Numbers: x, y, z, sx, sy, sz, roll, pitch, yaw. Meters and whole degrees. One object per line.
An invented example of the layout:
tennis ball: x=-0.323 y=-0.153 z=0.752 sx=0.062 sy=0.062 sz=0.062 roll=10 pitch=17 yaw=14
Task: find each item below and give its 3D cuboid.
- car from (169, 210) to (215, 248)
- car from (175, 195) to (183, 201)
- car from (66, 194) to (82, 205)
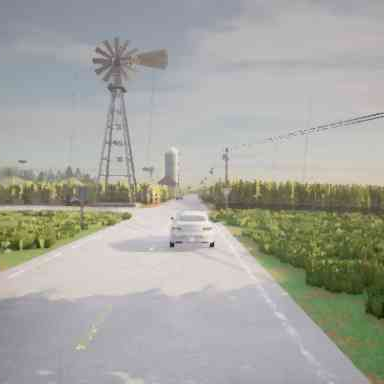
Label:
car: x=0.000 y=1.530 z=14.650 sx=1.812 sy=1.442 sz=4.674 roll=0 pitch=0 yaw=0
car: x=-3.200 y=1.470 z=84.748 sx=1.882 sy=1.535 sz=5.008 roll=0 pitch=0 yaw=0
car: x=-17.222 y=1.214 z=48.586 sx=1.905 sy=1.878 sz=3.866 roll=0 pitch=0 yaw=-31
